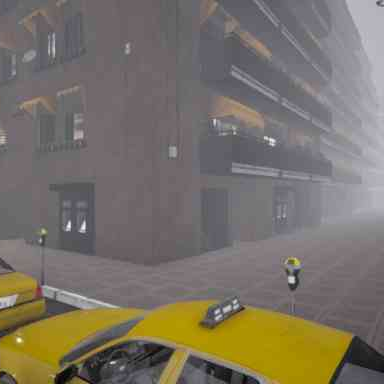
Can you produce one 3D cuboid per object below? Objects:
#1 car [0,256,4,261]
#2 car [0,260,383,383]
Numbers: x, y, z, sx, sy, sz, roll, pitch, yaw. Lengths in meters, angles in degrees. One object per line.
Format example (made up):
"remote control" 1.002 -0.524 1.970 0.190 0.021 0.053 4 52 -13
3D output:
"car" -4.563 1.526 5.991 4.829 1.417 1.752 0 0 36
"car" 0.024 1.525 2.709 4.829 1.417 1.752 0 0 36
